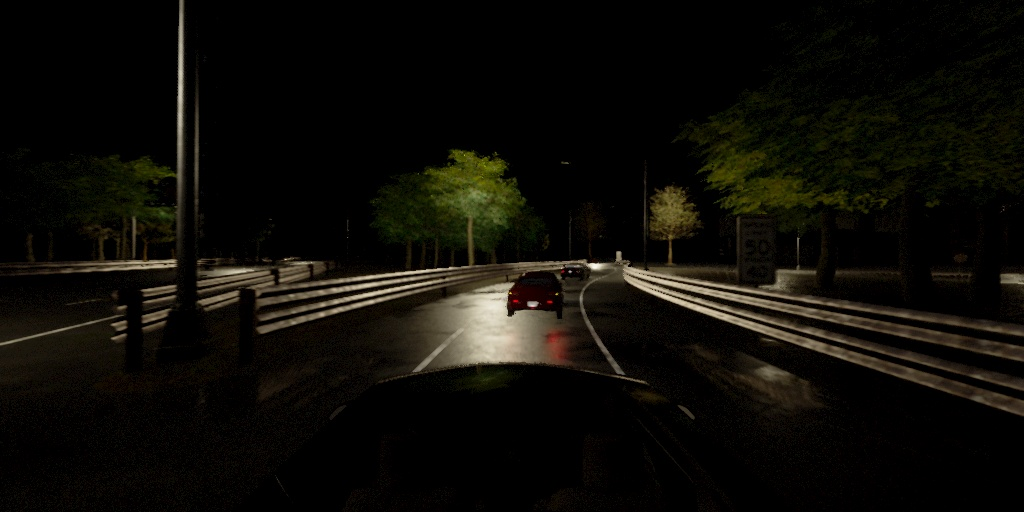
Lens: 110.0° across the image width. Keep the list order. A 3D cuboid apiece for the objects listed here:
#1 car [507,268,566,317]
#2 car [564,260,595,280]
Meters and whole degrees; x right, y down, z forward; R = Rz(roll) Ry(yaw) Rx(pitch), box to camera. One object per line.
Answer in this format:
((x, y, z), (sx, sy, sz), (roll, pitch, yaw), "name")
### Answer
((0.948, 1.290, 13.119), (1.812, 1.442, 4.674), (0, 0, 8), "car")
((5.588, 1.319, 31.200), (2.033, 1.411, 5.357), (0, 0, 21), "car")
